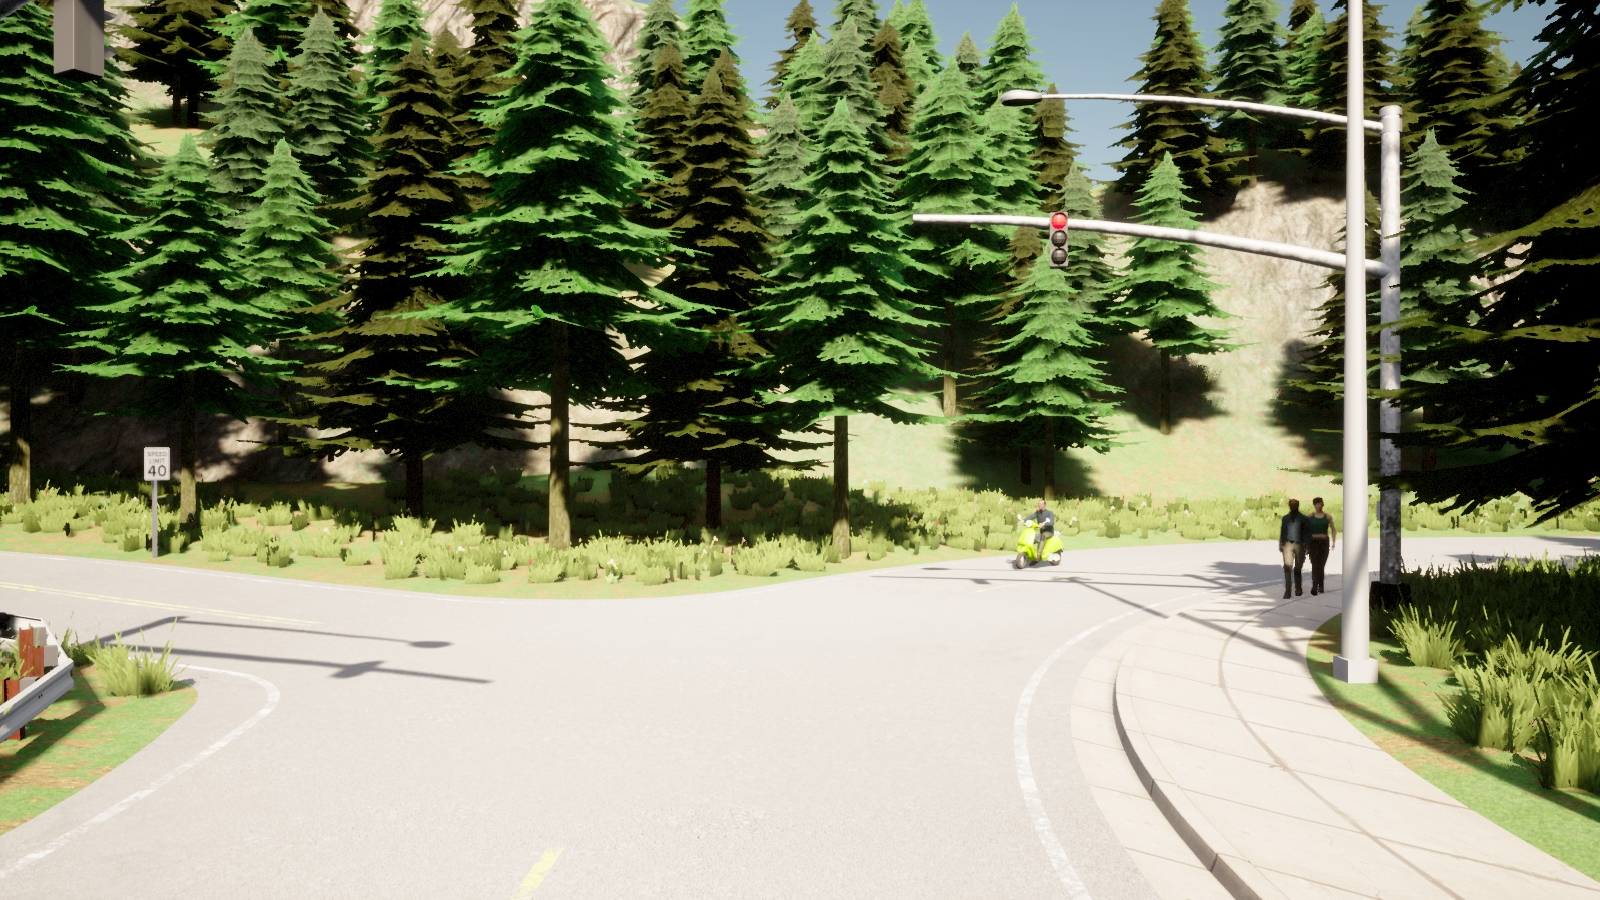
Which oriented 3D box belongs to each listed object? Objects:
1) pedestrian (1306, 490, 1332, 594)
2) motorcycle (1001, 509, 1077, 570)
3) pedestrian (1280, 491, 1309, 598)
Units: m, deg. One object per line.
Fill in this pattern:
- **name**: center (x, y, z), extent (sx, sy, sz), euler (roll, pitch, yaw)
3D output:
- **pedestrian**: center (9.463, 1.668, 20.827), extent (0.375, 1.860, 0.375), euler (0, 0, 32)
- **motorcycle**: center (5.702, 2.113, 27.217), extent (1.805, 1.316, 0.856), euler (0, 0, -41)
- **pedestrian**: center (8.808, 1.668, 20.346), extent (0.375, 1.860, 0.375), euler (0, 0, 39)
